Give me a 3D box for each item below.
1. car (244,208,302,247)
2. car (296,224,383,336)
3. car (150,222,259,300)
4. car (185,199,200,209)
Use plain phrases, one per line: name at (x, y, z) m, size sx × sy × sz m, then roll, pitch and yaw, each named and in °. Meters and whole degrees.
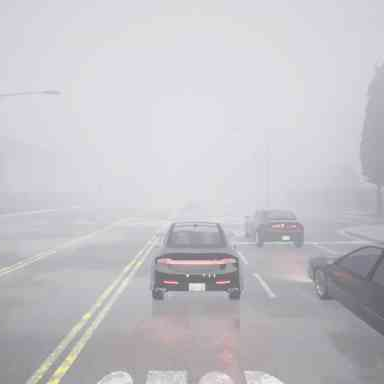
car at (3.575, 1.505, 15.095) m, size 1.837 × 1.490 × 4.892 m, roll 0°, pitch 0°, yaw 0°
car at (3.591, 1.547, 5.349) m, size 2.033 × 1.411 × 5.357 m, roll 0°, pitch 0°, yaw 0°
car at (0.087, 1.492, 8.397) m, size 2.128 × 1.511 × 4.902 m, roll 0°, pitch 0°, yaw 0°
car at (0.026, 1.601, 44.138) m, size 1.895 × 1.301 × 4.718 m, roll 0°, pitch 0°, yaw 0°
